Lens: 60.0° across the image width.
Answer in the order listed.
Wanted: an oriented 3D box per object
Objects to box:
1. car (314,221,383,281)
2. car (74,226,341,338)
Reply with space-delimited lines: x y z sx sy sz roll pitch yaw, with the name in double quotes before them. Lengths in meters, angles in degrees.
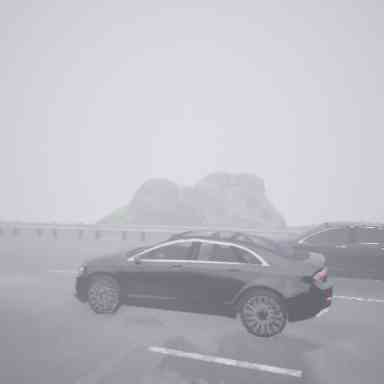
"car" 3.912 1.529 8.781 4.892 1.490 1.837 0 0 20
"car" 0.067 1.508 6.420 4.902 1.511 2.128 0 0 19
